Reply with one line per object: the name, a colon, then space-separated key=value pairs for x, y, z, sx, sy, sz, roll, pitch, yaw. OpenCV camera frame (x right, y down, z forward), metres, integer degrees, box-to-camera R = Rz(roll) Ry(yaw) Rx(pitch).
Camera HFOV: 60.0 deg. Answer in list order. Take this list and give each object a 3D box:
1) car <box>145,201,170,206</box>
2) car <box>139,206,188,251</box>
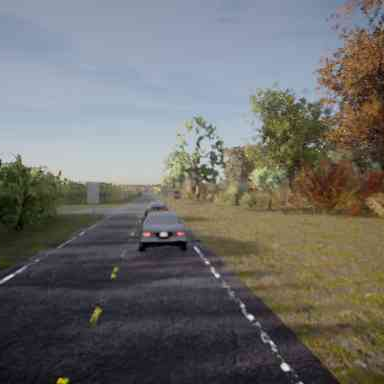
car: x=-2.821 y=1.468 z=27.004 sx=1.837 sy=1.490 sz=4.892 roll=0 pitch=0 yaw=-7
car: x=-1.265 y=1.533 z=14.080 sx=2.033 sy=1.411 sz=5.357 roll=0 pitch=0 yaw=-7
